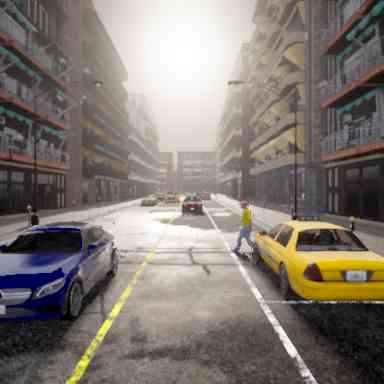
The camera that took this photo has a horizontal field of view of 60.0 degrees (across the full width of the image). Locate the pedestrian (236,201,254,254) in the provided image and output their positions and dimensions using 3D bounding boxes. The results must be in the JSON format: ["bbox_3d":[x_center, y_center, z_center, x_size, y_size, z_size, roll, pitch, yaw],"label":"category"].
[{"bbox_3d":[1.768,1.129,11.109,0.375,1.860,0.375,1,0,0],"label":"pedestrian"}]

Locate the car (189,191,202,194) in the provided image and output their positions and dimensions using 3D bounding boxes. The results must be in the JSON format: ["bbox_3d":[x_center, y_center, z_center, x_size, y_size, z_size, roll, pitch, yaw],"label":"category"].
[{"bbox_3d":[0.015,0.883,46.806,1.994,1.385,4.181,0,1,0],"label":"car"}]

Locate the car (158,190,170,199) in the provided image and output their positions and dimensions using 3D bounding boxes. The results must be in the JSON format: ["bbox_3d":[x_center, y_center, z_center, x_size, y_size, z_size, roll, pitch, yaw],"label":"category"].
[{"bbox_3d":[-5.386,0.514,64.795,1.967,1.590,4.097,1,1,0],"label":"car"}]

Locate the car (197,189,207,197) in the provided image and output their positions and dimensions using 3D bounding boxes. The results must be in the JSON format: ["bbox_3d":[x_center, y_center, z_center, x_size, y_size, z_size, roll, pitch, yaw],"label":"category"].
[{"bbox_3d":[2.473,0.172,81.524,2.192,1.841,5.009,1,1,0],"label":"car"}]

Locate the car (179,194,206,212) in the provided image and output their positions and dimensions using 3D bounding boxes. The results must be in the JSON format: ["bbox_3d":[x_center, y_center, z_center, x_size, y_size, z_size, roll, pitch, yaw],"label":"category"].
[{"bbox_3d":[0.034,1.144,31.246,1.895,1.301,4.718,0,1,0],"label":"car"}]

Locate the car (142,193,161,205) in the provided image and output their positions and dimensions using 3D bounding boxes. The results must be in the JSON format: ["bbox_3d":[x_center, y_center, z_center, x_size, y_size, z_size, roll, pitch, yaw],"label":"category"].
[{"bbox_3d":[-5.358,0.909,42.372,1.752,1.417,4.829,1,1,0],"label":"car"}]

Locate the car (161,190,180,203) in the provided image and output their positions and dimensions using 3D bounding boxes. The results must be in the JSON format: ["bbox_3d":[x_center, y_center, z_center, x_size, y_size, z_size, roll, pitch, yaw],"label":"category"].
[{"bbox_3d":[-2.897,0.644,48.851,2.097,1.767,4.553,0,1,0],"label":"car"}]

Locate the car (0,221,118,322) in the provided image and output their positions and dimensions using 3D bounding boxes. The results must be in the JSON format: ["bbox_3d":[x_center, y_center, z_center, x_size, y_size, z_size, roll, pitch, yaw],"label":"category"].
[{"bbox_3d":[-2.860,1.418,7.166,1.812,1.442,4.674,0,1,0],"label":"car"}]

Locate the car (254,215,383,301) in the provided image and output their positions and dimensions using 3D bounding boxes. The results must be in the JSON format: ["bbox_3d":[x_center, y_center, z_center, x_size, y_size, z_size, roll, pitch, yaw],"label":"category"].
[{"bbox_3d":[2.740,1.334,8.107,1.801,1.575,5.366,0,1,0],"label":"car"}]

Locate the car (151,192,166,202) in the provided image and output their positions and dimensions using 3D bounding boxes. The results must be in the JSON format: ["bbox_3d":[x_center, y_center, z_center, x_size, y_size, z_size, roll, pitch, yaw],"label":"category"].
[{"bbox_3d":[-5.373,0.791,53.669,1.947,1.339,4.313,1,1,0],"label":"car"}]

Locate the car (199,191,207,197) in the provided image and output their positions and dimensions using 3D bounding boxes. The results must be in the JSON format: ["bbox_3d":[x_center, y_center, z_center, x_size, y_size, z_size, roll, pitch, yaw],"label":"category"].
[{"bbox_3d":[2.477,0.510,75.962,1.802,1.307,4.206,1,1,0],"label":"car"}]

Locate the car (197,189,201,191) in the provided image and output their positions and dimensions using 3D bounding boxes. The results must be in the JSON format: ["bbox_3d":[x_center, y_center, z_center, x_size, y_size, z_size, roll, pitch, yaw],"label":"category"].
[{"bbox_3d":[2.487,0.440,70.397,1.967,1.590,4.097,1,1,0],"label":"car"}]

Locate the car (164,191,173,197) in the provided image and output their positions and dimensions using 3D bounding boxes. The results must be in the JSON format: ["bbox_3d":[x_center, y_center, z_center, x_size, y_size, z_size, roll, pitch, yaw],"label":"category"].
[{"bbox_3d":[-5.402,0.455,75.753,1.752,1.417,4.829,1,1,0],"label":"car"}]

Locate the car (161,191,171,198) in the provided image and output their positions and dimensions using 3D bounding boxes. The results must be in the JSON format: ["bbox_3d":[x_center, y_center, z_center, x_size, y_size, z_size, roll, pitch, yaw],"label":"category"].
[{"bbox_3d":[-5.394,0.528,70.189,1.752,1.417,4.829,1,1,0],"label":"car"}]

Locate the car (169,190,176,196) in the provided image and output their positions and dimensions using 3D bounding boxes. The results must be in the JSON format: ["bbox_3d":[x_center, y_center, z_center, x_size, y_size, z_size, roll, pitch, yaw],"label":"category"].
[{"bbox_3d":[-5.429,0.246,92.444,1.752,1.417,4.829,1,1,0],"label":"car"}]

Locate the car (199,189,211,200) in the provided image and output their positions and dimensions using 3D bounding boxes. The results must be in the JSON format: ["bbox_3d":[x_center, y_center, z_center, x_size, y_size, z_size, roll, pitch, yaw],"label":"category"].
[{"bbox_3d":[2.500,0.671,59.443,1.752,1.417,4.829,1,1,0],"label":"car"}]
